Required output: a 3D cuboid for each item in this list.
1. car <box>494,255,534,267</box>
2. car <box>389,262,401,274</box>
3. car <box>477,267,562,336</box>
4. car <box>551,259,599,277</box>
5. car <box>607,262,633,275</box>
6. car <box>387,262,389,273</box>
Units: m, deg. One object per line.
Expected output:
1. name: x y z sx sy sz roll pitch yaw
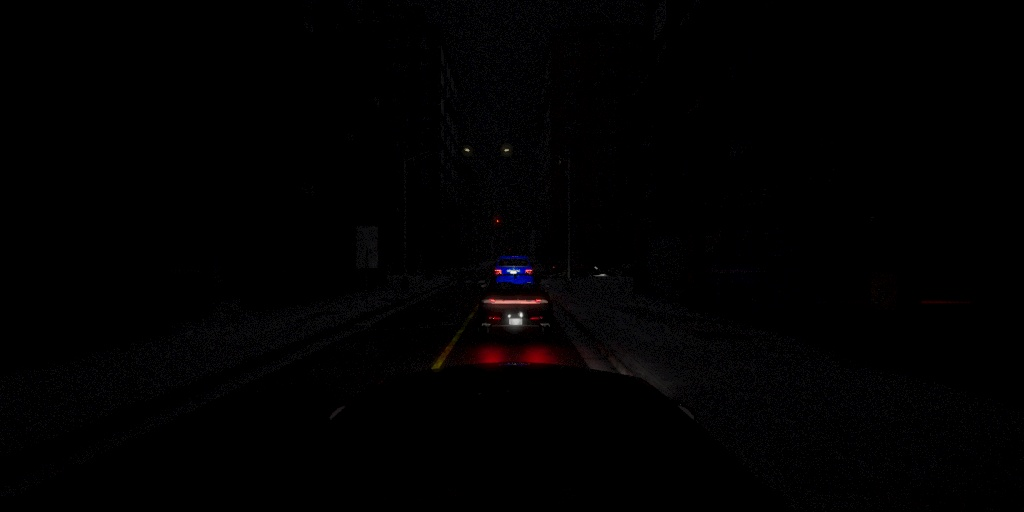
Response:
1. car: 0.103 0.971 20.668 2.150 2.045 5.566 0 0 1
2. car: -14.659 1.290 40.328 4.313 1.339 1.948 0 0 0
3. car: 0.098 1.241 10.356 2.128 1.511 4.902 0 0 0
4. car: 6.054 1.113 34.760 4.553 1.767 2.097 0 0 0
5. car: 12.159 1.317 37.689 4.181 1.385 1.994 0 0 0
6. car: -14.822 1.099 34.839 4.553 1.767 2.097 0 0 0
